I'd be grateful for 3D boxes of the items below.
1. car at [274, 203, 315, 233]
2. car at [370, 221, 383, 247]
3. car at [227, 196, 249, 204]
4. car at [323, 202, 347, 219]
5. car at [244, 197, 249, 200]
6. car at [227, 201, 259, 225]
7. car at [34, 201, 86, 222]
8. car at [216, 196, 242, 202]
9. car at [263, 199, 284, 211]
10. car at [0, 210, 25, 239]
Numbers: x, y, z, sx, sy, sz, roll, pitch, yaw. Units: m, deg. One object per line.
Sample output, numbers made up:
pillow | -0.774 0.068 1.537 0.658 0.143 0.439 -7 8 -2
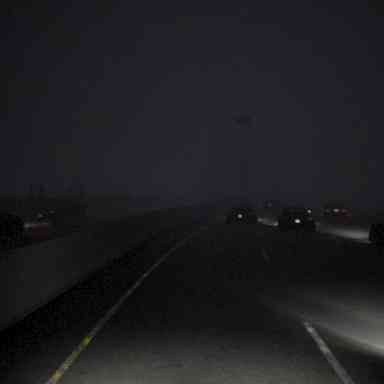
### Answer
car | 6.253 1.589 20.216 1.994 1.385 4.181 0 0 13
car | 8.215 1.522 12.211 2.128 1.511 4.902 0 0 9
car | 9.119 1.562 65.755 1.882 1.535 5.008 0 0 38
car | 12.869 1.596 29.974 2.033 1.411 5.357 0 0 21
car | 8.508 1.549 59.057 1.837 1.490 4.892 0 0 35
car | 3.744 1.582 24.226 1.994 1.385 4.181 0 0 15
car | -10.374 1.461 26.461 2.128 1.511 4.902 0 0 15
car | 4.842 1.375 46.317 2.097 1.767 4.553 0 0 29
car | 10.009 1.545 40.620 2.163 1.488 4.792 0 0 26
car | -9.293 1.497 14.449 1.812 1.442 4.674 0 0 9
